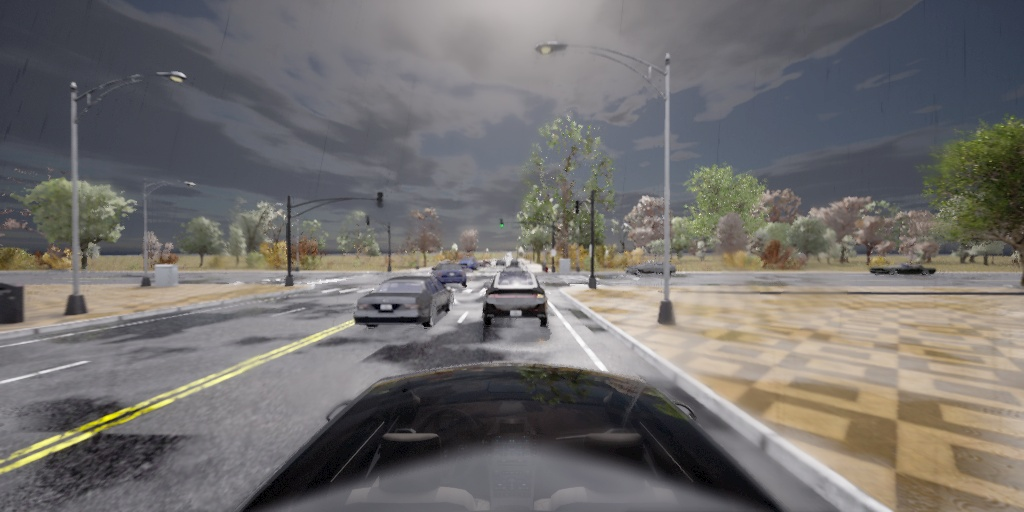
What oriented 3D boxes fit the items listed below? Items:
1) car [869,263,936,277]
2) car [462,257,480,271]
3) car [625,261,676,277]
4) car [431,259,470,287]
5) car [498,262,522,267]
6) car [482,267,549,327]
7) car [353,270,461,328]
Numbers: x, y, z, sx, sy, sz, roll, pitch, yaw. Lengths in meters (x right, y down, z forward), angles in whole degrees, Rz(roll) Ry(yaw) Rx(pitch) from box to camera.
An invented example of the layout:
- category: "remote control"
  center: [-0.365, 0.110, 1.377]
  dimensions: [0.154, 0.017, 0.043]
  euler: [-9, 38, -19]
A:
- category: "car"
  center: [38.191, 1.358, 35.194]
  dimensions: [4.718, 1.301, 1.895]
  euler: [0, 1, 3]
- category: "car"
  center: [-6.449, 1.153, 52.961]
  dimensions: [2.150, 2.045, 5.566]
  euler: [0, 0, 1]
- category: "car"
  center: [14.042, 1.280, 36.354]
  dimensions: [4.902, 1.511, 2.128]
  euler: [0, 1, 3]
- category: "car"
  center: [-4.801, 1.279, 26.424]
  dimensions: [2.097, 1.767, 4.553]
  euler: [0, 0, -19]
- category: "car"
  center: [0.075, 1.433, 26.319]
  dimensions: [1.837, 1.490, 4.892]
  euler: [0, 1, 0]
- category: "car"
  center: [0.101, 1.279, 11.708]
  dimensions: [2.128, 1.511, 4.902]
  euler: [0, 0, 0]
- category: "car"
  center: [-3.149, 1.335, 11.489]
  dimensions: [2.033, 1.411, 5.357]
  euler: [0, 0, 0]
